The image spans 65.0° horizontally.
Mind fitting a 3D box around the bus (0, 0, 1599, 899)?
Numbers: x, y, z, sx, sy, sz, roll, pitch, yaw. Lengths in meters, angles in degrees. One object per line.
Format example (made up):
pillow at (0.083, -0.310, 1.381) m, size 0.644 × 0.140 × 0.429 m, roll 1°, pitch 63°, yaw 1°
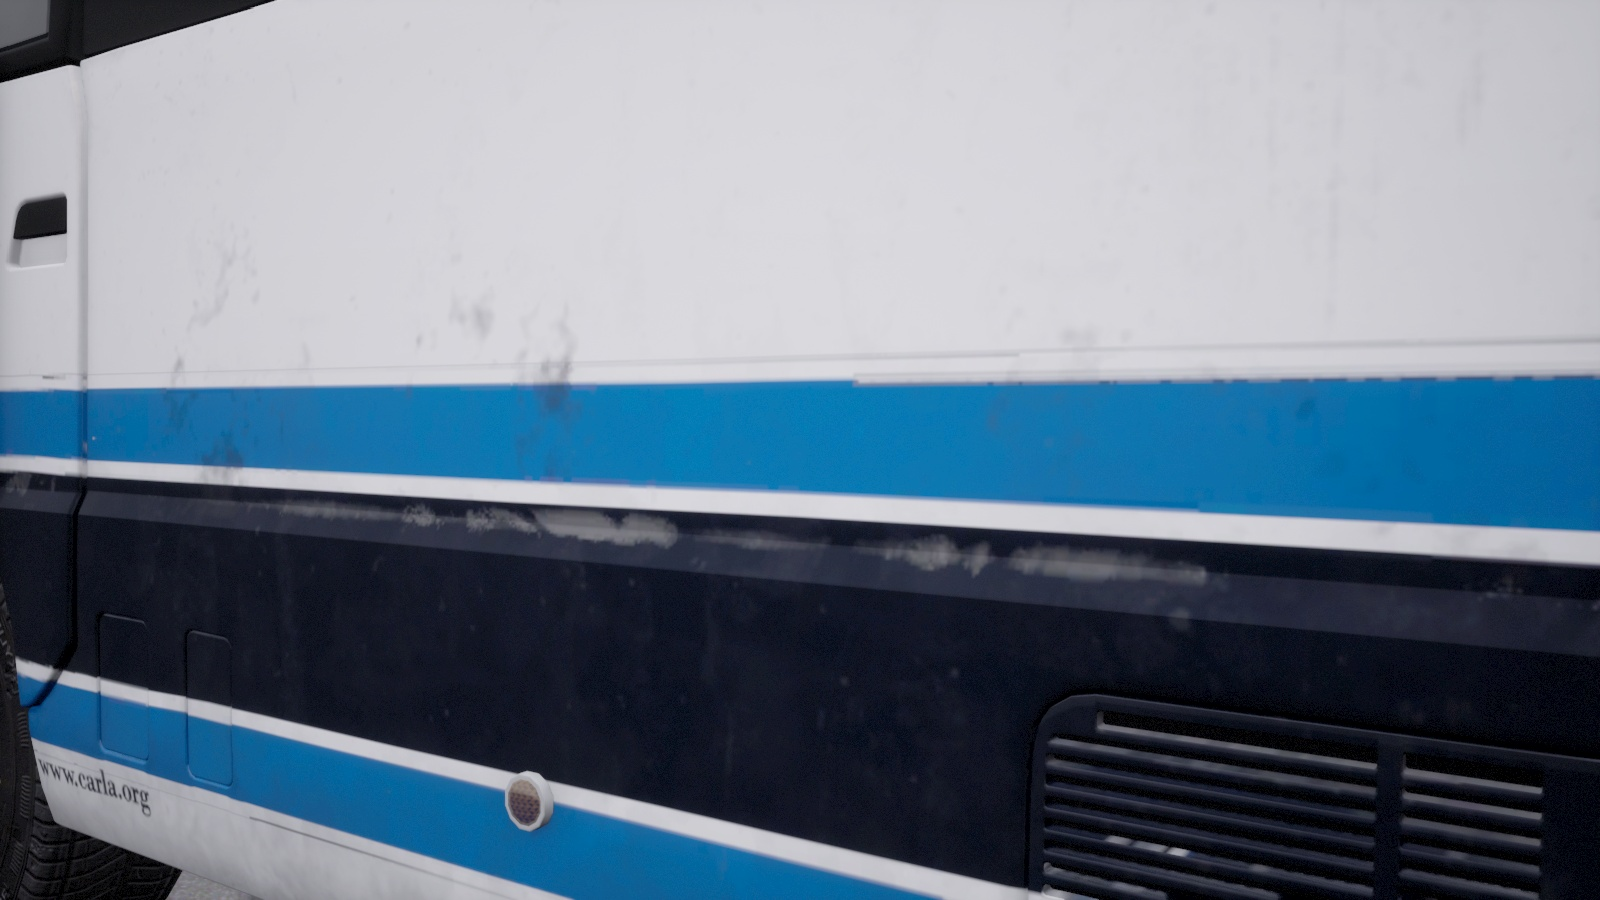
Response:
bus at (1.054, -0.694, 2.896) m, size 10.273 × 4.253 × 3.944 m, roll 0°, pitch 1°, yaw 34°
